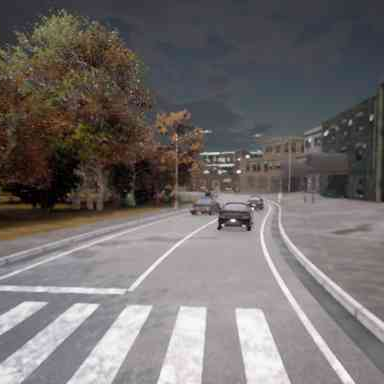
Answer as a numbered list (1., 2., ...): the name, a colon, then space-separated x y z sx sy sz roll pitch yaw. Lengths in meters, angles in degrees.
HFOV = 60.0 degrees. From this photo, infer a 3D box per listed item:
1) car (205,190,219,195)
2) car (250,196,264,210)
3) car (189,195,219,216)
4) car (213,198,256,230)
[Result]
1. car: 4.232 0.432 70.657 2.128 1.511 4.902 -1 2 -14
2. car: 7.285 1.226 38.437 1.812 1.442 4.674 1 1 13
3. car: 1.290 1.307 30.124 2.033 1.411 5.357 1 1 15
4. car: 2.773 1.389 20.552 1.882 1.535 5.008 1 1 12
